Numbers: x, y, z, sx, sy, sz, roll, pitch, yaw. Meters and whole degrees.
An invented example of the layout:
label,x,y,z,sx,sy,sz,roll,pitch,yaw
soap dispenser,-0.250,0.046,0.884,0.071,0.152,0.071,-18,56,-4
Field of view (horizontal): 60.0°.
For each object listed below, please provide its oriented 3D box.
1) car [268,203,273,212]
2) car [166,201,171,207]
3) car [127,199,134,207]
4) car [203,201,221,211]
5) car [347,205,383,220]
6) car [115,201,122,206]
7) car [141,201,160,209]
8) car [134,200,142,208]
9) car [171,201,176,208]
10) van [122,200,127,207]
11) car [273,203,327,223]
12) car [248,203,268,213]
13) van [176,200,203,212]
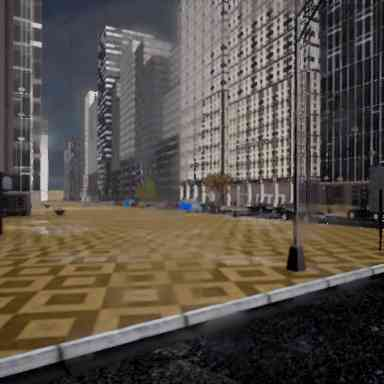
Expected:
label,x,y,z,sx,sy,sz,roll,pitch,yaw
car,12.010,2.072,41.617,1.947,1.339,4.313,-1,-1,-25
car,-4.751,2.817,77.241,1.802,1.307,4.206,-1,-1,-25
car,-12.334,2.740,73.674,1.887,1.381,4.507,-1,-1,-25
car,2.957,2.278,54.644,1.837,1.490,4.892,0,-2,-24
car,16.799,1.857,31.439,2.008,1.369,4.403,-1,-1,-25
car,-19.517,3.064,88.940,1.887,1.381,4.507,-1,-1,-25
car,-7.545,2.533,63.495,2.008,1.369,4.403,-1,-1,-25
car,-9.868,2.610,68.431,1.752,1.417,4.829,-1,-1,-25
car,-1.806,2.548,64.688,1.994,1.385,4.181,0,-1,-25
van,-14.732,2.644,78.764,1.690,1.788,3.998,-1,-1,-25
car,9.216,1.816,27.871,2.008,1.369,4.403,-1,-1,-25
car,9.616,2.173,46.707,1.947,1.339,4.313,-1,-1,-25
van,-0.366,2.011,48.231,1.690,1.788,3.998,-1,-1,-25
